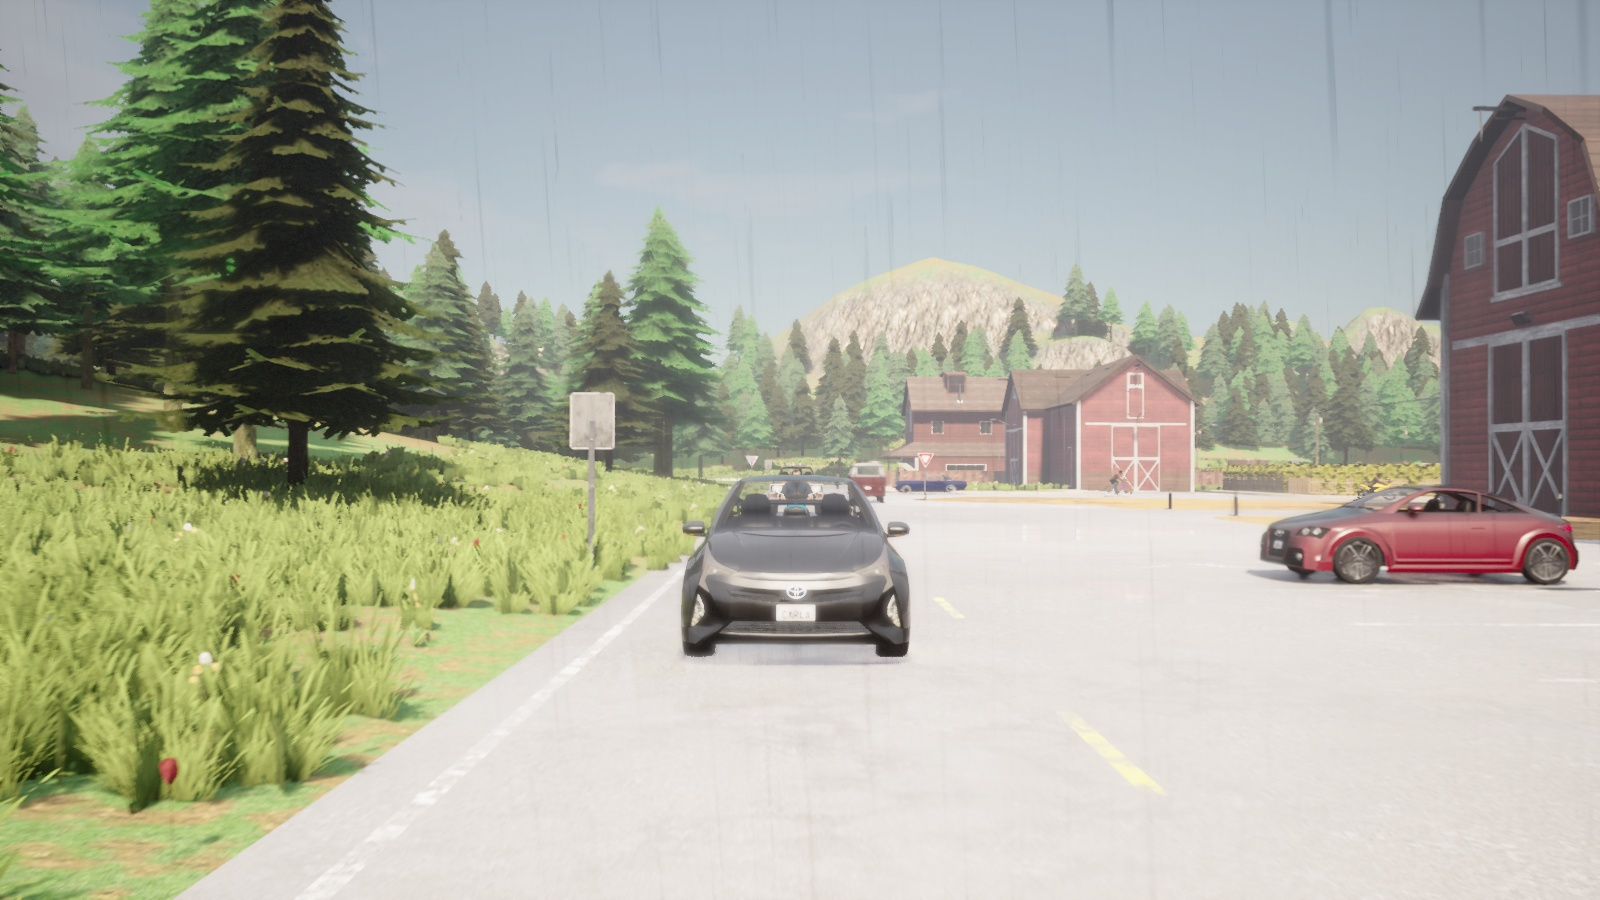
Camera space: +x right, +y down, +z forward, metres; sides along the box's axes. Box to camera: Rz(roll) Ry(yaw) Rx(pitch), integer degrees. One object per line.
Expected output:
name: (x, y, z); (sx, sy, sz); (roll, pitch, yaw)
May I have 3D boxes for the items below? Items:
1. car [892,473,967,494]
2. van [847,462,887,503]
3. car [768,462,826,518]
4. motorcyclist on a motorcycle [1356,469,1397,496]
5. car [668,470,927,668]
car: (8.421, 2.155, 81.303); (4.718, 1.301, 1.895); (-1, -1, 9)
van: (3.345, 1.621, 63.755); (1.775, 1.987, 4.442); (0, -1, 0)
car: (-0.108, 1.373, 44.294); (1.932, 1.855, 4.605); (0, -1, 0)
motorcyclist on a motorcycle: (32.519, 1.842, 70.845); (2.044, 1.523, 0.797); (0, -1, 19)
car: (-0.029, 0.963, 12.011); (2.007, 1.525, 4.514); (0, -1, 0)
